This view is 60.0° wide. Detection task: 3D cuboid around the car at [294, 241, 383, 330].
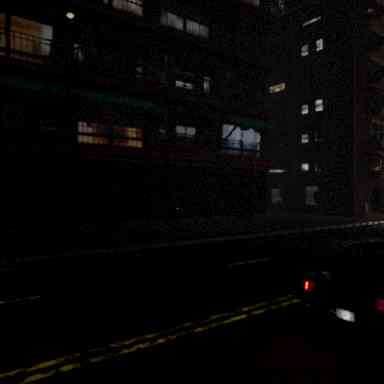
[{"bbox_3d":[4.200,1.653,6.514,4.718,1.301,1.895,1,0,-36],"label":"car"}]
